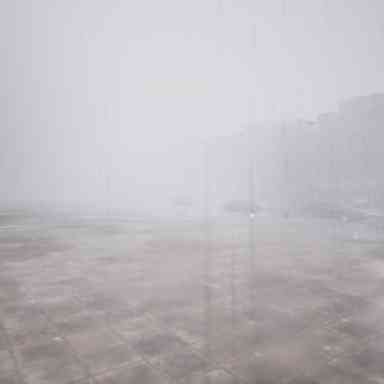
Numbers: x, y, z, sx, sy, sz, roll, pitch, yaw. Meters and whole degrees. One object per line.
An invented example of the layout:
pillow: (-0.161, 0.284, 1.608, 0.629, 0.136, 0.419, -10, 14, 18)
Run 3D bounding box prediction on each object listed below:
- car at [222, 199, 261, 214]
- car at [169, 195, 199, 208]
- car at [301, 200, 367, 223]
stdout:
car: (4.906, 1.377, 33.372, 1.994, 1.385, 4.181, -2, 2, -36)
car: (-1.006, 1.190, 41.755, 2.128, 1.511, 4.902, -2, 2, -35)
car: (10.646, 1.427, 25.251, 1.837, 1.490, 4.892, -2, 2, -35)
